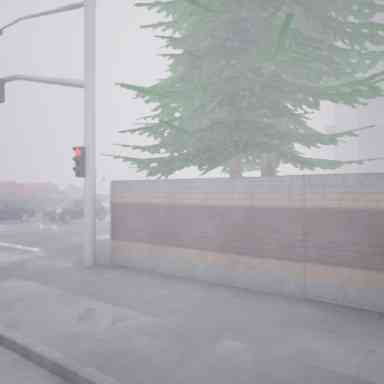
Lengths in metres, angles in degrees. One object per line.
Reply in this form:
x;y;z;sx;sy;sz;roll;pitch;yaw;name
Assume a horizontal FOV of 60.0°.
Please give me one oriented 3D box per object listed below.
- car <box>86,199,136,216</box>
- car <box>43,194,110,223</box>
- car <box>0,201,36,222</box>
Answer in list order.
-7.673;1.446;31.978;1.812;1.442;4.674;0;0;35;car
-8.595;1.276;24.589;2.097;1.767;4.553;0;0;35;car
-13.673;1.398;23.455;1.882;1.535;5.008;0;0;35;car
